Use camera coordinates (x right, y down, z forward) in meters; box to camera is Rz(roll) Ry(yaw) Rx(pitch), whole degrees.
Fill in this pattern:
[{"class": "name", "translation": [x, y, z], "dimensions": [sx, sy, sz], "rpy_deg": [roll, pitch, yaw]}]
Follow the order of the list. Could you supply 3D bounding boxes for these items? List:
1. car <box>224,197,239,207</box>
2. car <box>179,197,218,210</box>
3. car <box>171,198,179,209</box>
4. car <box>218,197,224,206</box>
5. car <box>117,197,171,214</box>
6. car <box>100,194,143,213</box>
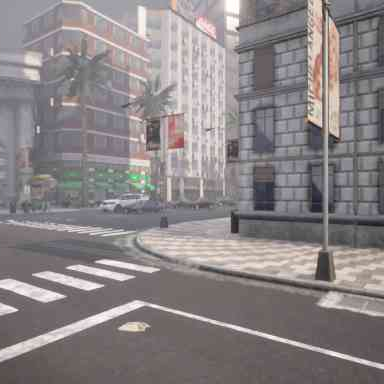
[{"class": "car", "translation": [7.438, 1.564, 51.225], "dimensions": [4.181, 1.385, 1.994], "rpy_deg": [0, 0, -43]}, {"class": "car", "translation": [0.907, 1.478, 43.629], "dimensions": [1.882, 1.535, 5.008], "rpy_deg": [0, 0, 38]}, {"class": "car", "translation": [-1.771, 1.526, 45.847], "dimensions": [1.812, 1.442, 4.674], "rpy_deg": [0, 0, 37]}, {"class": "car", "translation": [4.881, 1.492, 53.605], "dimensions": [4.902, 1.511, 2.128], "rpy_deg": [0, 0, -44]}, {"class": "car", "translation": [-5.056, 1.547, 35.651], "dimensions": [2.033, 1.411, 5.357], "rpy_deg": [0, 0, 36]}, {"class": "car", "translation": [-7.771, 1.221, 37.844], "dimensions": [2.150, 2.045, 5.566], "rpy_deg": [0, 0, 36]}]
